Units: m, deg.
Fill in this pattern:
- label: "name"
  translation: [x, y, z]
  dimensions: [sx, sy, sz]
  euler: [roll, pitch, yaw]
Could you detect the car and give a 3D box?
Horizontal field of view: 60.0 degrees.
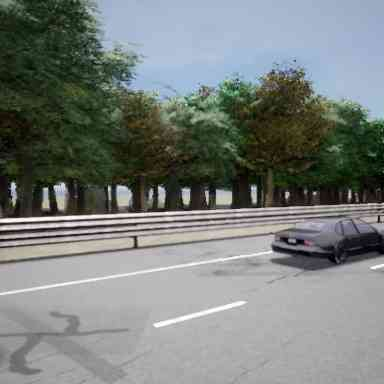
- label: "car"
  translation: [5.133, 1.549, 11.710]
  dimensions: [5.357, 1.411, 2.033]
  euler: [0, 0, -35]
